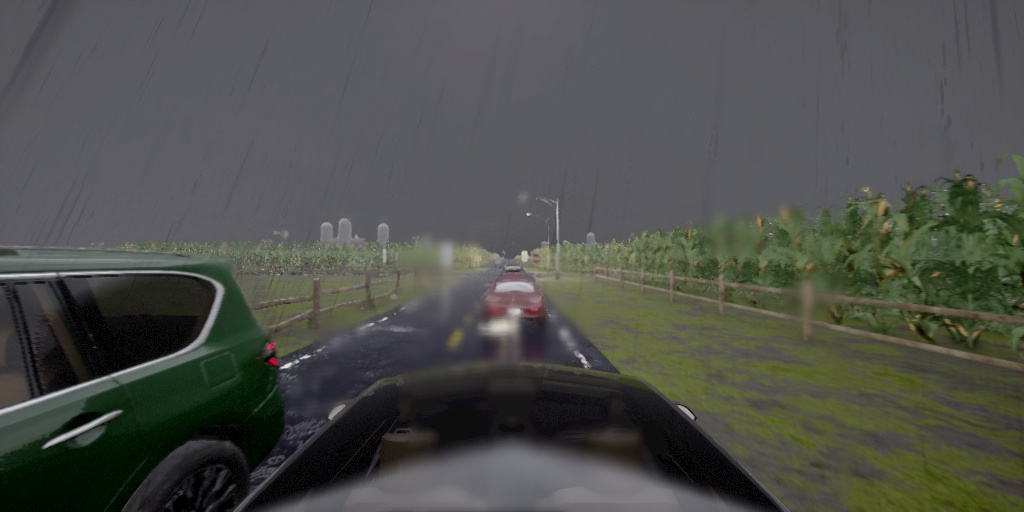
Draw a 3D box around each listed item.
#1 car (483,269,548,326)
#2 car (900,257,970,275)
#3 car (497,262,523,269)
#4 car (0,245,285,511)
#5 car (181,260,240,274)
[{"bbox_3d":[0.096,1.320,11.684,1.812,1.442,4.674,0,0,0],"label":"car"},{"bbox_3d":[49.139,1.169,41.726,5.566,2.045,2.150,0,-1,1],"label":"car"},{"bbox_3d":[0.081,1.359,26.560,1.837,1.490,4.892,0,-1,0],"label":"car"},{"bbox_3d":[-2.846,0.966,0.504,2.150,2.045,5.566,0,0,0],"label":"car"},{"bbox_3d":[-33.269,1.220,39.637,4.892,1.490,1.837,0,-1,1],"label":"car"}]
